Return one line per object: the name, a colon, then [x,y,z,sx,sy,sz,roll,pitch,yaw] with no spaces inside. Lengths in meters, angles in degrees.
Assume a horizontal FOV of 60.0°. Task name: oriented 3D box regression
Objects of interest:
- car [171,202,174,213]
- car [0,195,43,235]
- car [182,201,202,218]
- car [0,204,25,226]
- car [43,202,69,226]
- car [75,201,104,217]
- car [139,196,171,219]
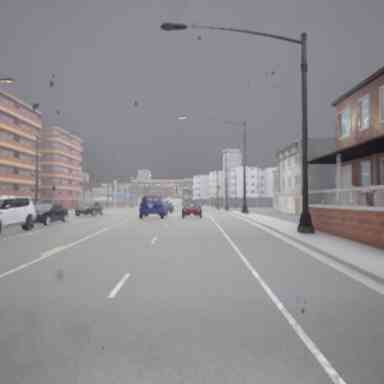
car: [-3.454,2.078,45.494,2.128,1.511,4.902,0,-2,1]
car: [-10.539,1.223,17.963,2.150,2.045,5.566,0,0,0]
car: [0.007,1.745,31.681,1.895,1.301,4.718,0,-1,0]
car: [-14.000,1.612,23.836,1.994,1.385,4.181,0,-1,0]
car: [-10.500,1.525,23.836,1.882,1.535,5.008,0,-1,0]
car: [-10.507,1.715,34.281,1.837,1.490,4.892,0,-2,0]
car: [-3.495,1.349,30.702,2.150,2.045,5.566,0,-1,0]
